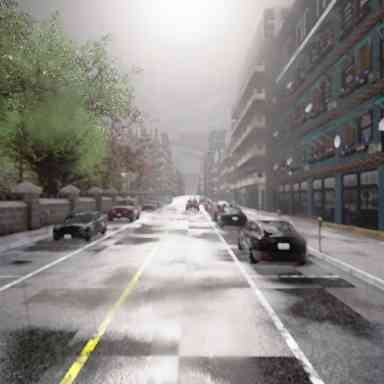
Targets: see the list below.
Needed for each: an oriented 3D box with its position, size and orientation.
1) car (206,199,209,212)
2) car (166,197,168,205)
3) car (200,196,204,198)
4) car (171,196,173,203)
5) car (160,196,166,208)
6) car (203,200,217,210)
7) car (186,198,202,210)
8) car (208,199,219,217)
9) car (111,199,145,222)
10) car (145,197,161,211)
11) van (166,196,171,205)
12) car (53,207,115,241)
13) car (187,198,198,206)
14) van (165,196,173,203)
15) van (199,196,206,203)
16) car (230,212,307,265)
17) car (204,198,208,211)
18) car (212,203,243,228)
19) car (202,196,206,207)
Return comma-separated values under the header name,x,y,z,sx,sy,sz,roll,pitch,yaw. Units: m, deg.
name,x,y,z,sx,sy,sz,roll,pitch,yaw
car,2.700,1.756,33.964,1.887,1.381,4.507,1,0,0
car,-5.683,1.892,56.057,1.887,1.381,4.507,1,0,0
car,2.697,1.875,56.228,1.752,1.417,4.829,1,0,0
car,-5.669,2.017,72.627,1.947,1.339,4.313,1,0,0
car,-5.678,1.628,50.535,2.192,1.841,5.009,1,0,0
car,2.697,1.896,50.534,1.802,1.307,4.206,1,0,0
car,0.095,1.895,47.534,1.895,1.301,4.718,0,0,0
car,2.702,1.617,28.442,1.967,1.590,4.097,1,0,0
car,-5.675,1.491,28.442,2.192,1.841,5.009,1,0,0
car,-5.682,1.823,45.011,1.887,1.381,4.507,1,0,0
van,-5.689,1.758,67.105,1.690,1.788,3.998,1,0,0
car,-5.678,1.674,17.394,1.947,1.339,4.313,1,0,0
car,0.090,1.874,63.752,1.882,1.535,5.008,0,-1,0
van,-5.650,1.862,83.676,1.690,1.788,3.998,1,0,0
van,2.664,1.862,83.675,1.690,1.788,3.998,1,0,0
car,2.702,1.641,11.871,1.947,1.339,4.313,1,0,0
car,2.699,1.772,39.658,1.752,1.417,4.829,1,0,0
car,2.701,1.709,22.919,1.947,1.339,4.313,1,0,0
car,2.700,1.720,45.012,1.967,1.590,4.097,1,0,0
